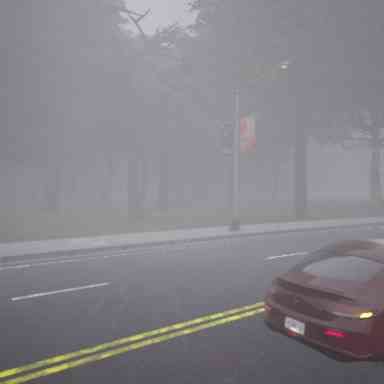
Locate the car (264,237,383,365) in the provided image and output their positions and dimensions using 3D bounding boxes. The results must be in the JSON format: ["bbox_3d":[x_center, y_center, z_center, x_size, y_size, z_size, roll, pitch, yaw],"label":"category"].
[{"bbox_3d":[3.208,1.483,5.412,4.674,1.442,1.812,0,0,-33],"label":"car"}]
